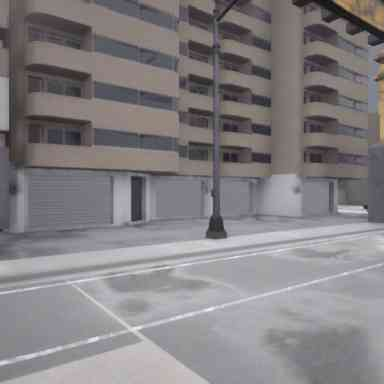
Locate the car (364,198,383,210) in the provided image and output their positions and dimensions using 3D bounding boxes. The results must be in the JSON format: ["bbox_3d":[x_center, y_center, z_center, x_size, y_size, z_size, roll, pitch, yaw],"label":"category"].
[{"bbox_3d":[20.679,1.291,35.369,1.853,1.218,4.536,0,0,-11],"label":"car"}]

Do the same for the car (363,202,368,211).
[{"bbox_3d":[20.689,1.449,35.318,2.038,1.542,4.974,0,0,-11],"label":"car"}]
